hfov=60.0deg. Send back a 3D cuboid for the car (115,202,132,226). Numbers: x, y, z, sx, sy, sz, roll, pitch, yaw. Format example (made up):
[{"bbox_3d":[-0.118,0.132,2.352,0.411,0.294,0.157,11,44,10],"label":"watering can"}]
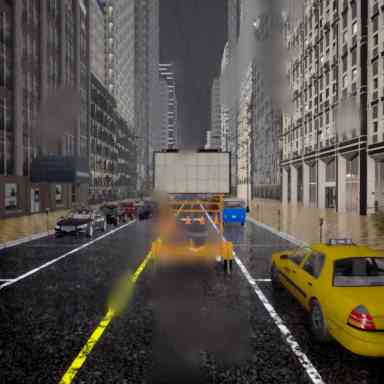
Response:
[{"bbox_3d":[-5.696,1.560,23.139,1.947,1.339,4.313,-1,0,0],"label":"car"}]

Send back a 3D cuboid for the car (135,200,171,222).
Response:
[{"bbox_3d":[-2.999,1.558,26.379,1.994,1.385,4.181,0,0,0],"label":"car"}]

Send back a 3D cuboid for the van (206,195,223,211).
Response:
[{"bbox_3d":[2.683,1.332,40.189,1.690,1.788,3.998,-1,0,0],"label":"van"}]

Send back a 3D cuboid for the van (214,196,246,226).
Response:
[{"bbox_3d":[2.682,1.336,23.138,1.690,1.788,3.998,-1,0,0],"label":"van"}]

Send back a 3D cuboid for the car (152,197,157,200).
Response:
[{"bbox_3d":[-5.695,1.573,40.190,1.802,1.307,4.206,-1,0,0],"label":"car"}]

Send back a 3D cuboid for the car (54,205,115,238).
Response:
[{"bbox_3d":[-5.697,1.547,17.455,2.008,1.369,4.403,-1,0,0],"label":"car"}]

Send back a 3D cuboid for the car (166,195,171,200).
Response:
[{"bbox_3d":[-5.694,1.535,62.924,2.008,1.369,4.403,-1,0,0],"label":"car"}]

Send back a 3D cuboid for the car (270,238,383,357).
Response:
[{"bbox_3d":[2.683,1.524,6.257,1.752,1.417,4.829,-1,0,0],"label":"car"}]

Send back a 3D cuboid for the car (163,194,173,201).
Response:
[{"bbox_3d":[-5.694,1.420,79.975,1.967,1.590,4.097,-1,0,0],"label":"car"}]

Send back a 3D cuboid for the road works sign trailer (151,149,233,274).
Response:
[{"bbox_3d":[0.002,0.462,10.487,2.380,3.560,2.880,0,0,0],"label":"road works sign trailer"}]

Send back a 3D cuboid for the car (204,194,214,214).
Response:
[{"bbox_3d":[2.682,1.307,34.506,2.192,1.841,5.009,-1,0,0],"label":"car"}]

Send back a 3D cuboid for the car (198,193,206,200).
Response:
[{"bbox_3d":[2.686,1.291,91.343,2.192,1.841,5.009,-1,0,0],"label":"car"}]

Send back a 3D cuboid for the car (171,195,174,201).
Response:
[{"bbox_3d":[-5.693,1.563,74.291,1.802,1.307,4.206,-1,0,0],"label":"car"}]

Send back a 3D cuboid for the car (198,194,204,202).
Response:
[{"bbox_3d":[2.687,1.535,62.923,2.008,1.369,4.403,-1,0,0],"label":"car"}]

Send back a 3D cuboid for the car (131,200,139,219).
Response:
[{"bbox_3d":[-5.696,1.538,28.822,1.887,1.381,4.507,-1,0,0],"label":"car"}]

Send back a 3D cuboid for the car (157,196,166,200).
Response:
[{"bbox_3d":[-5.695,1.539,51.557,2.008,1.369,4.403,-1,0,0],"label":"car"}]

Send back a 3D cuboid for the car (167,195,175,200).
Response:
[{"bbox_3d":[-5.693,1.501,91.173,1.752,1.417,4.829,-1,0,0],"label":"car"}]
